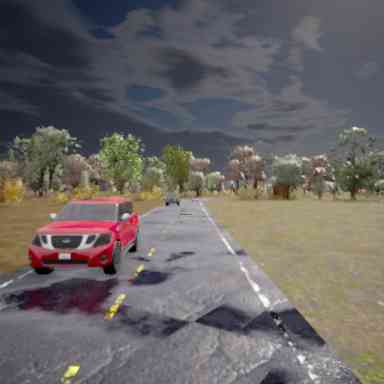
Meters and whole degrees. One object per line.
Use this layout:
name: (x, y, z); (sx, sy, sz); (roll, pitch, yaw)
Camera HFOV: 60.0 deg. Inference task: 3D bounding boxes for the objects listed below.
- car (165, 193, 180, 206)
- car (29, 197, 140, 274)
car: (-3.060, 1.147, 53.104); (2.150, 2.045, 5.566); (0, 0, 0)
car: (-3.089, 1.209, 10.860); (2.150, 2.045, 5.566); (0, 0, 0)
